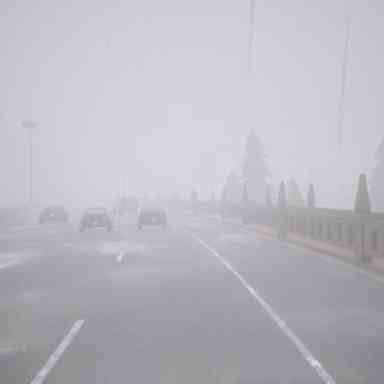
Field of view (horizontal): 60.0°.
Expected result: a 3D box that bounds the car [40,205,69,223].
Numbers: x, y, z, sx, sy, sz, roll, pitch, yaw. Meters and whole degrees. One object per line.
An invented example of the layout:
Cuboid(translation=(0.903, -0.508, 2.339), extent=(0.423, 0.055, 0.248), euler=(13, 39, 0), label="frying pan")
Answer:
Cuboid(translation=(-11.441, 1.796, 27.820), extent=(1.994, 1.385, 4.181), euler=(0, 0, -17), label="car")

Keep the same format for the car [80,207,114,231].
Cuboid(translation=(-6.217, 1.690, 21.816), extent=(1.812, 1.442, 4.674), euler=(0, 0, -13), label="car")

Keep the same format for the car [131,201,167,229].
Cuboid(translation=(-2.955, 1.641, 23.297), extent=(1.882, 1.535, 5.008), euler=(0, -1, -13), label="car")

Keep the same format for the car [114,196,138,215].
Cuboid(translation=(-7.439, 1.514, 37.571), extent=(2.150, 2.045, 5.566), euler=(0, 0, -22), label="car")
